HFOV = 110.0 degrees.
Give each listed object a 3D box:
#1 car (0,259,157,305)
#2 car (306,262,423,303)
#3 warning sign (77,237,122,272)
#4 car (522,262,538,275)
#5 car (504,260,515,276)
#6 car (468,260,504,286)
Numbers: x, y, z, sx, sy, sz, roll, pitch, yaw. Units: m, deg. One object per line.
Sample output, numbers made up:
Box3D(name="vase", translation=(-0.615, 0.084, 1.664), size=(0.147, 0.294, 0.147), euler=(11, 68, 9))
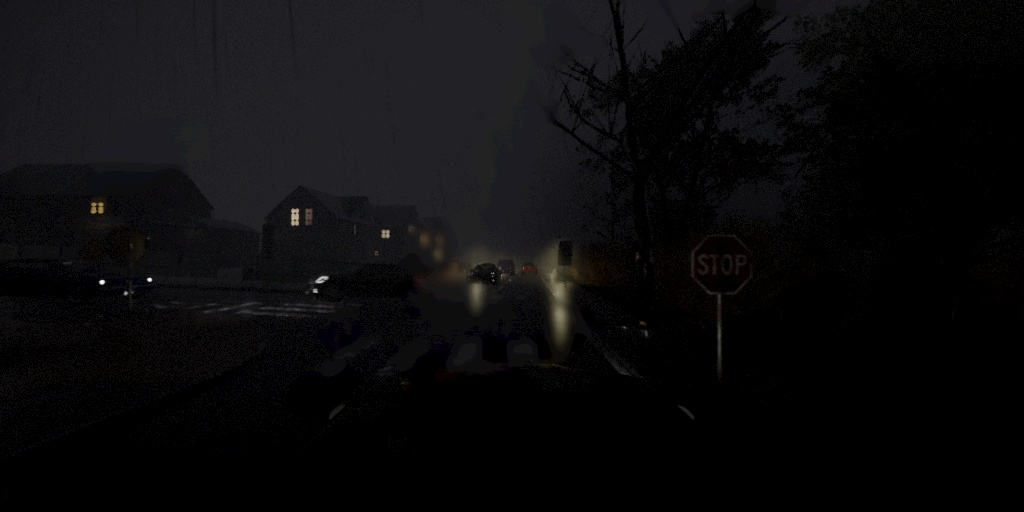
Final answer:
Box3D(name="car", translation=(-14.684, 0.790, 11.697), size=(4.718, 1.301, 1.895), euler=(3, -1, 0))
Box3D(name="car", translation=(-6.291, 1.037, 15.607), size=(4.553, 1.767, 2.097), euler=(5, -2, -36))
Box3D(name="warning sign", translation=(-19.895, 0.140, 17.058), size=(1.060, 1.860, 1.300), euler=(0, 0, 0))
Box3D(name="car", translation=(2.515, 1.679, 49.711), size=(2.097, 1.767, 4.553), euler=(0, -1, 5))
Box3D(name="car", translation=(-0.822, 1.486, 45.810), size=(2.150, 2.045, 5.566), euler=(0, -1, 5))
Box3D(name="car", translation=(-2.082, 1.366, 28.013), size=(2.097, 1.767, 4.553), euler=(0, -1, 3))
